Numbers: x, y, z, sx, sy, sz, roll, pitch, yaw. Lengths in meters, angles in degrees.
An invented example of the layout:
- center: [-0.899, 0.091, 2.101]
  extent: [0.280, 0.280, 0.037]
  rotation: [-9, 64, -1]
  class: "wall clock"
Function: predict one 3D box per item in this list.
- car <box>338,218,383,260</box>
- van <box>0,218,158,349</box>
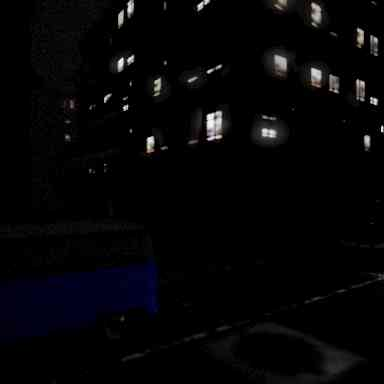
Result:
- center: [6.739, 1.546, 11.343]
  extent: [4.206, 1.307, 1.802]
  rotation: [0, 0, -35]
  class: "car"
- center: [-2.449, 1.339, 4.810]
  extent: [3.998, 1.788, 1.690]
  rotation: [0, 0, -35]
  class: "van"
